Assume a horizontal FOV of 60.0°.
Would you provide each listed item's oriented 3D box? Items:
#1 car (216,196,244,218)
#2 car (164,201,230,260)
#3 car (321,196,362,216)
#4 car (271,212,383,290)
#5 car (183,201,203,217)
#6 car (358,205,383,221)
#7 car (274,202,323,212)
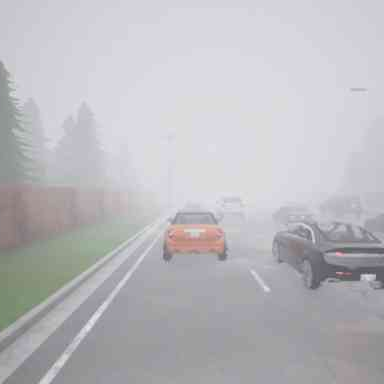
[{"bbox_3d":[3.594,1.369,31.754,2.150,2.045,5.566,0,0,0],"label":"car"},{"bbox_3d":[0.097,1.411,12.904,2.097,1.767,4.553,0,0,0],"label":"car"},{"bbox_3d":[14.094,1.370,31.754,2.150,2.045,5.566,0,0,0],"label":"car"},{"bbox_3d":[3.598,1.535,9.216,2.128,1.511,4.902,0,0,0],"label":"car"},{"bbox_3d":[0.092,1.723,34.559,1.994,1.385,4.181,0,0,0],"label":"car"},{"bbox_3d":[10.597,1.603,16.782,1.812,1.442,4.674,0,0,0],"label":"car"},{"bbox_3d":[7.094,1.657,23.746,2.033,1.411,5.357,0,0,0],"label":"car"}]
